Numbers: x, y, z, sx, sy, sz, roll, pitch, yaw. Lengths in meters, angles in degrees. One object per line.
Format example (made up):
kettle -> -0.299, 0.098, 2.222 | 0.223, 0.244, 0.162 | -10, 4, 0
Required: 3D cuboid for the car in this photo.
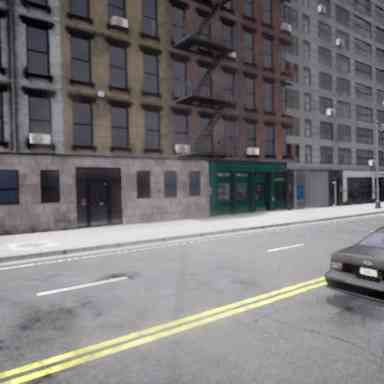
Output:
car -> 5.058, 1.350, 7.133 | 5.357, 1.411, 2.033 | -2, 1, -35
